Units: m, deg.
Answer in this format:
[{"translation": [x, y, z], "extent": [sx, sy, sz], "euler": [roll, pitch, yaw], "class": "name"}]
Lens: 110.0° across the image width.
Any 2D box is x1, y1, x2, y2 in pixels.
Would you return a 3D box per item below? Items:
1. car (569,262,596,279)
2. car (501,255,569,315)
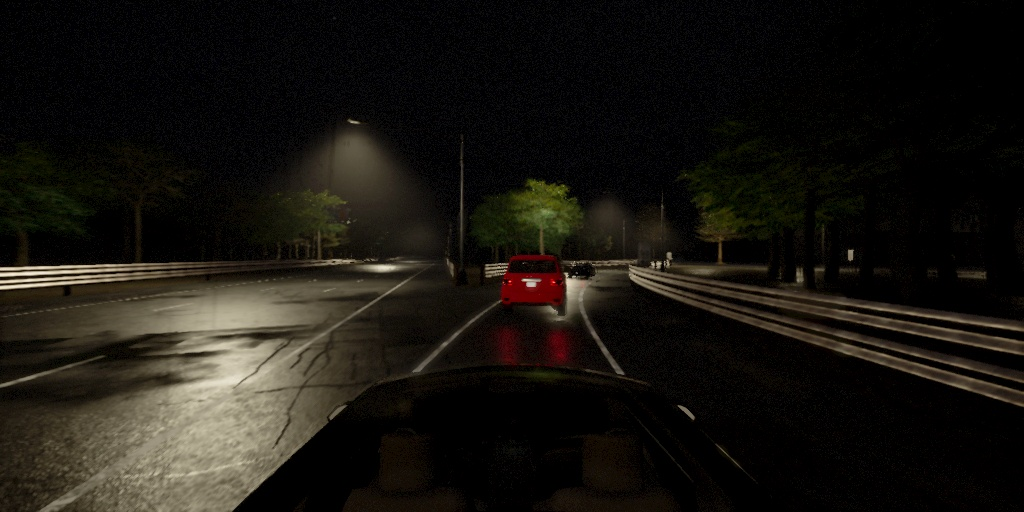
[{"translation": [6.558, 1.286, 33.433], "extent": [2.128, 1.511, 4.902], "euler": [0, 0, 22], "class": "car"}, {"translation": [1.021, 1.001, 13.922], "extent": [2.150, 2.045, 5.566], "euler": [0, 0, 9], "class": "car"}]
